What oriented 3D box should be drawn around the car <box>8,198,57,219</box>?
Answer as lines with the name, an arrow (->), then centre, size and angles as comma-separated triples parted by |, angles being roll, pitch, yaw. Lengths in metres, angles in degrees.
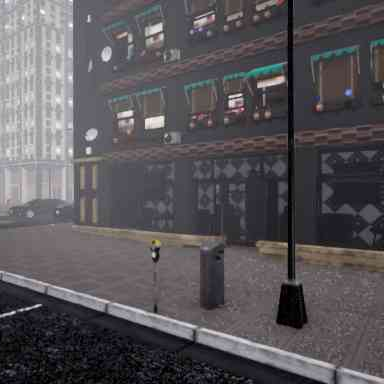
car -> -11.901, 1.238, 26.400 | 1.837, 1.490, 4.892 | 0, 1, 35

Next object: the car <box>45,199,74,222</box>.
car -> -7.336, 1.279, 22.805 | 1.947, 1.339, 4.313 | 1, 1, 35
